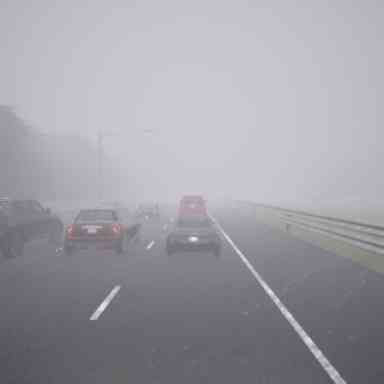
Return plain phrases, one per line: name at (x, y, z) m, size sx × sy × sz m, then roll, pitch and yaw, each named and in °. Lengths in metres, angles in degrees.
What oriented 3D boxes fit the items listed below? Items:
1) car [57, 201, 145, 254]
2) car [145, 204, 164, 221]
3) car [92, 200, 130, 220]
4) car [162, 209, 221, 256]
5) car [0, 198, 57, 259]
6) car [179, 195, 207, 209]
car at (-3.431, 1.358, 13.589) m, size 2.097 × 1.767 × 4.553 m, roll 0°, pitch 0°, yaw 0°
car at (-3.435, 1.621, 27.538) m, size 1.895 × 1.301 × 4.718 m, roll 0°, pitch 0°, yaw 0°
car at (-6.927, 1.514, 28.988) m, size 2.128 × 1.511 × 4.902 m, roll 0°, pitch 0°, yaw 0°
car at (0.069, 1.568, 13.226) m, size 1.994 × 1.385 × 4.181 m, roll 0°, pitch 0°, yaw 0°
car at (-6.937, 1.231, 12.740) m, size 2.150 × 2.045 × 5.566 m, roll 0°, pitch 0°, yaw 0°
car at (0.067, 1.244, 27.866) m, size 2.150 × 2.045 × 5.566 m, roll 0°, pitch 0°, yaw 1°
